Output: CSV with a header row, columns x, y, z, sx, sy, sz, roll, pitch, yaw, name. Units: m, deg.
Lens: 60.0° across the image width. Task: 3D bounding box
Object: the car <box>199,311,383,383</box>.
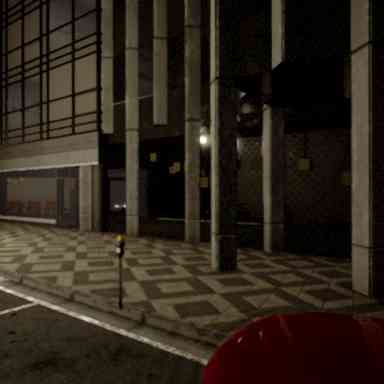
x,y,z,sx,sy,sz,roll,pitch,yaw,name
2.250,1.323,1.253,5.009,1.841,2.192,0,0,36,car
